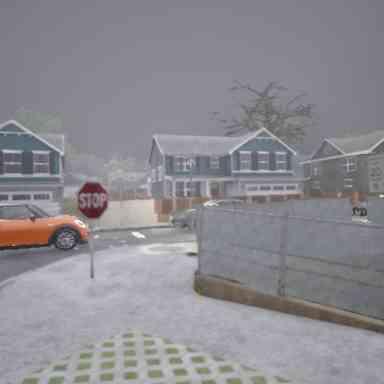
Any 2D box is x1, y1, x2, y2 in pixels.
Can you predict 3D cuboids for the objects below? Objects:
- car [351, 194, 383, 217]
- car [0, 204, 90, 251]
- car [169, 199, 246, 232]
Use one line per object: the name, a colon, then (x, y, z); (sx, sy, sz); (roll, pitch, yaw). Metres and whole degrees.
car: (12.485, 0.802, 20.766); (5.357, 1.411, 2.033); (-2, -1, -17)
car: (-5.919, 1.177, 11.651); (4.553, 1.767, 2.097); (-2, -1, -20)
car: (1.244, 1.119, 17.127); (4.902, 1.511, 2.128); (-2, -1, -19)
